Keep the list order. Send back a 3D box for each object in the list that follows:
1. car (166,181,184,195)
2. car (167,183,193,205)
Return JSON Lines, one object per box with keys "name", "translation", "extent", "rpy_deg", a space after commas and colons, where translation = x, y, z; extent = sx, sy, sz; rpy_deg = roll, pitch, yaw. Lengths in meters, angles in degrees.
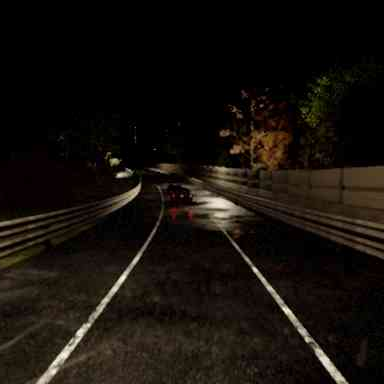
{"name": "car", "translation": [-2.416, -0.559, 45.871], "extent": [2.128, 1.511, 4.902], "rpy_deg": [0, 5, -7]}
{"name": "car", "translation": [-1.097, 0.276, 33.060], "extent": [2.097, 1.767, 4.553], "rpy_deg": [0, 4, -5]}
